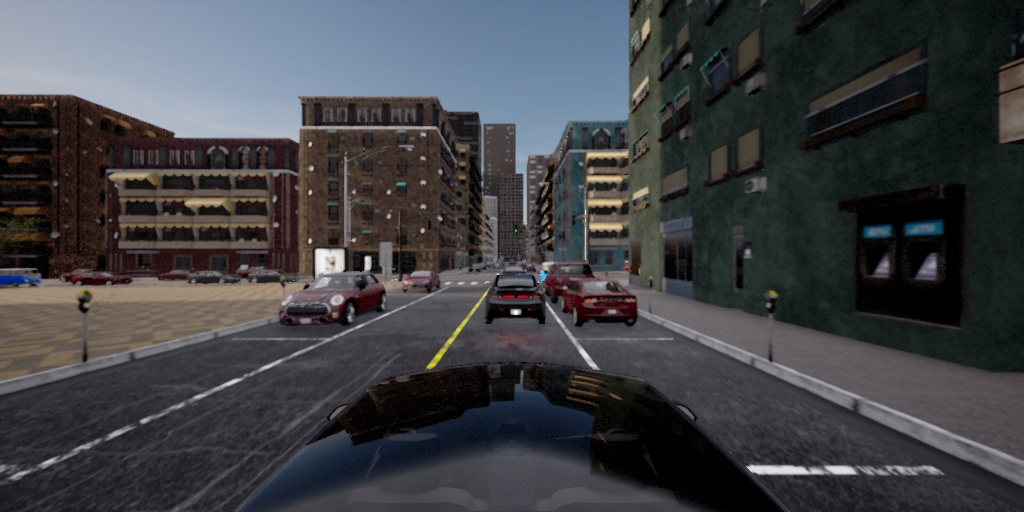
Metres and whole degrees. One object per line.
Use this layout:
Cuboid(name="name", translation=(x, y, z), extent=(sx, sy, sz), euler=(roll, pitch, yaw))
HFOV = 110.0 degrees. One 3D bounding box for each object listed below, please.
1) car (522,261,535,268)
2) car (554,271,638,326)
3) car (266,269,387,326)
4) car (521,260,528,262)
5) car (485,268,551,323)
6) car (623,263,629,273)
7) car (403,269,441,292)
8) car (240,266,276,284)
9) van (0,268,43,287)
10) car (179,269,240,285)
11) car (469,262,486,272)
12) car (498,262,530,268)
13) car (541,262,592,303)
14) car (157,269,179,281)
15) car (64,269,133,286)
Cuboid(name="car", translation=(2.759, 1.809, 55.300), extent=(1.802, 1.307, 4.207), euler=(0, 0, 0))
Cuboid(name="car", translation=(2.702, 1.383, 11.852), extent=(1.888, 1.381, 4.507), euler=(0, 0, 0))
Cuboid(name="car", translation=(-5.679, 1.278, 11.864), extent=(1.967, 1.591, 4.097), euler=(0, 0, 0))
Cuboid(name="car", translation=(2.766, 1.844, 60.823), extent=(1.948, 1.339, 4.313), euler=(0, 0, 0))
Cuboid(name="car", translation=(0.113, 1.349, 12.509), extent=(1.837, 1.490, 4.892), euler=(0, -1, 0))
Cuboid(name="car", translation=(15.825, 1.140, 42.446), extent=(5.009, 1.841, 2.192), euler=(0, 0, 0))
Cuboid(name="car", translation=(-5.665, 1.518, 22.919), extent=(1.802, 1.307, 4.207), euler=(0, 0, 0))
Cuboid(name="car", translation=(-22.352, 1.920, 33.706), extent=(4.403, 1.370, 2.007), euler=(0, 0, 0))
Cuboid(name="van", translation=(-46.811, 2.068, 33.661), extent=(3.998, 1.789, 1.690), euler=(0, 0, 0))
Cuboid(name="car", translation=(-27.921, 2.001, 33.673), extent=(4.403, 1.370, 2.007), euler=(0, 0, 0))
Cuboid(name="car", translation=(-5.622, 1.793, 55.323), extent=(1.948, 1.339, 4.313), euler=(0, 0, 0))
Cuboid(name="car", translation=(0.135, 1.454, 27.587), extent=(1.882, 1.535, 5.008), euler=(0, -1, 0))
Cuboid(name="car", translation=(2.709, 1.201, 17.380), extent=(2.192, 1.841, 5.009), euler=(0, 0, 0))
Cuboid(name="car", translation=(-39.111, 2.206, 42.195), extent=(4.207, 1.307, 1.802), euler=(0, 0, 0))
Cuboid(name="car", translation=(-38.350, 2.148, 33.656), extent=(4.507, 1.381, 1.888), euler=(0, 0, 0))
